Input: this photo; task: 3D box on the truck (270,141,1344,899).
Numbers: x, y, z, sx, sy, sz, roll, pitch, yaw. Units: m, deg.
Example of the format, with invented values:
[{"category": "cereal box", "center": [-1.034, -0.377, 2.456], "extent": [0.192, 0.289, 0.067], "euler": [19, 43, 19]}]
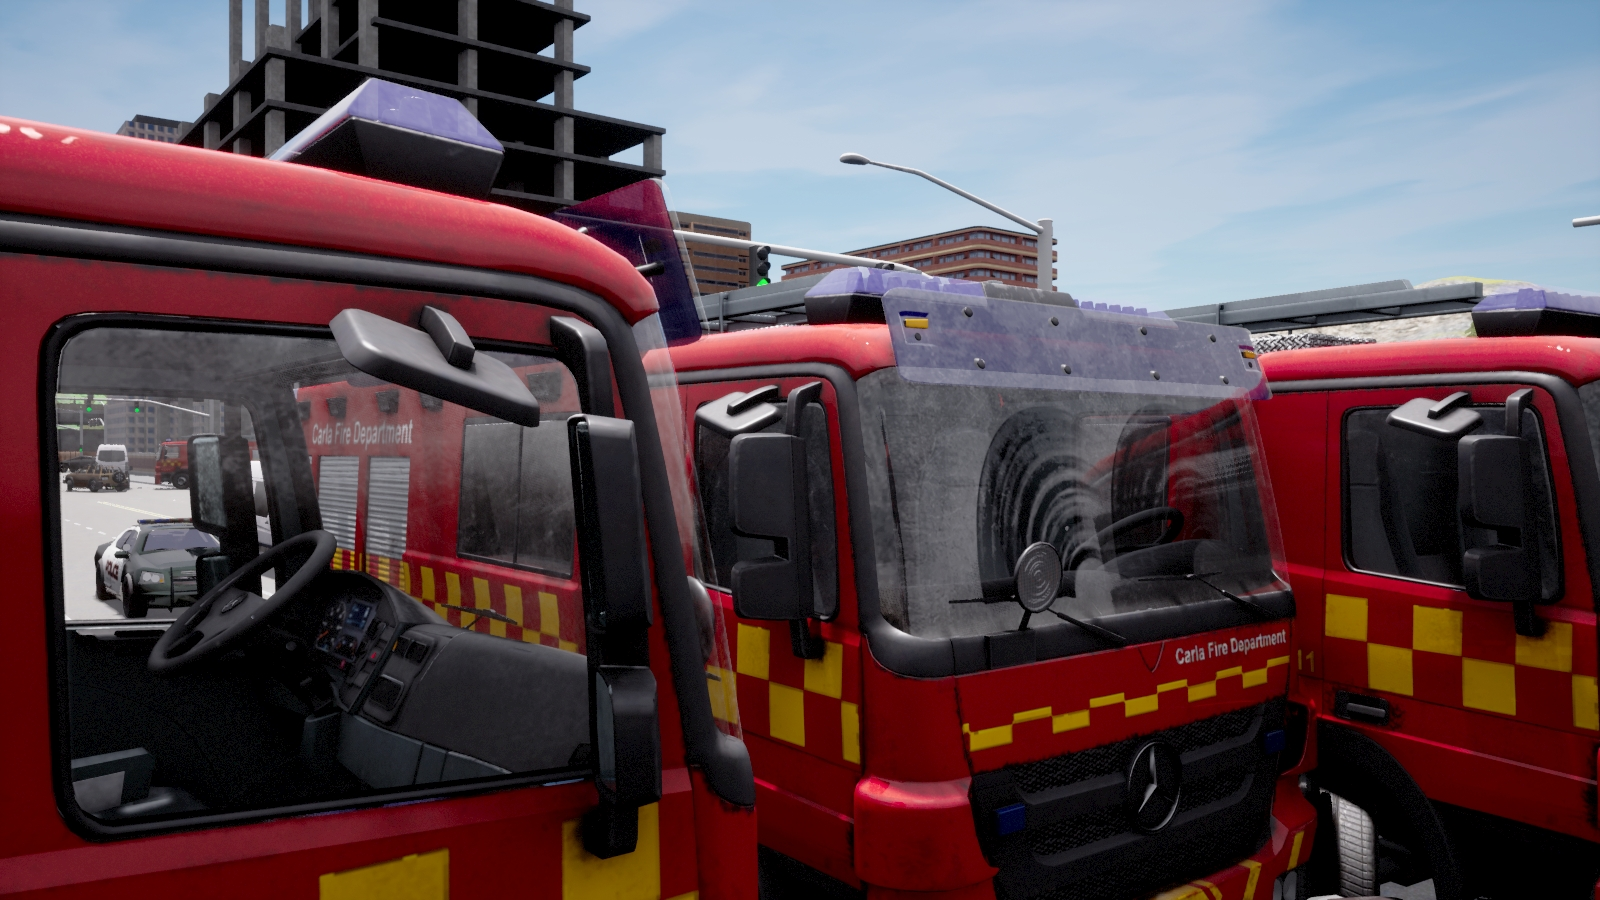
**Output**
[{"category": "truck", "center": [-1.099, 0.890, 8.003], "extent": [2.891, 3.827, 8.468], "euler": [0, 0, -38]}]

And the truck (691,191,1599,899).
[{"category": "truck", "center": [2.348, 0.890, 8.605], "extent": [2.891, 3.827, 8.468], "euler": [0, 0, -31]}]

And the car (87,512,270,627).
[{"category": "car", "center": [-11.386, 2.037, 20.746], "extent": [2.038, 1.542, 4.974], "euler": [0, 0, -39]}]

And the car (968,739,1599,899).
[{"category": "car", "center": [2.437, 2.065, 3.109], "extent": [1.970, 1.475, 3.806], "euler": [0, 0, -30]}]
